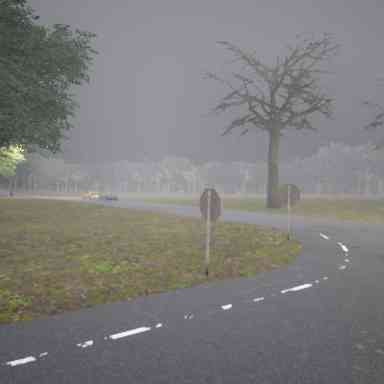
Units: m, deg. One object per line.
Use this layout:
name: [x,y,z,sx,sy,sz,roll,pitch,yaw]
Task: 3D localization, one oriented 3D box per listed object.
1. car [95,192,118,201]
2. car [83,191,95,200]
car: [-13.591,0.724,53.785,1.994,1.385,4.181,2,-1,-35]
car: [-18.149,0.606,60.085,1.882,1.535,5.008,2,-1,-36]
